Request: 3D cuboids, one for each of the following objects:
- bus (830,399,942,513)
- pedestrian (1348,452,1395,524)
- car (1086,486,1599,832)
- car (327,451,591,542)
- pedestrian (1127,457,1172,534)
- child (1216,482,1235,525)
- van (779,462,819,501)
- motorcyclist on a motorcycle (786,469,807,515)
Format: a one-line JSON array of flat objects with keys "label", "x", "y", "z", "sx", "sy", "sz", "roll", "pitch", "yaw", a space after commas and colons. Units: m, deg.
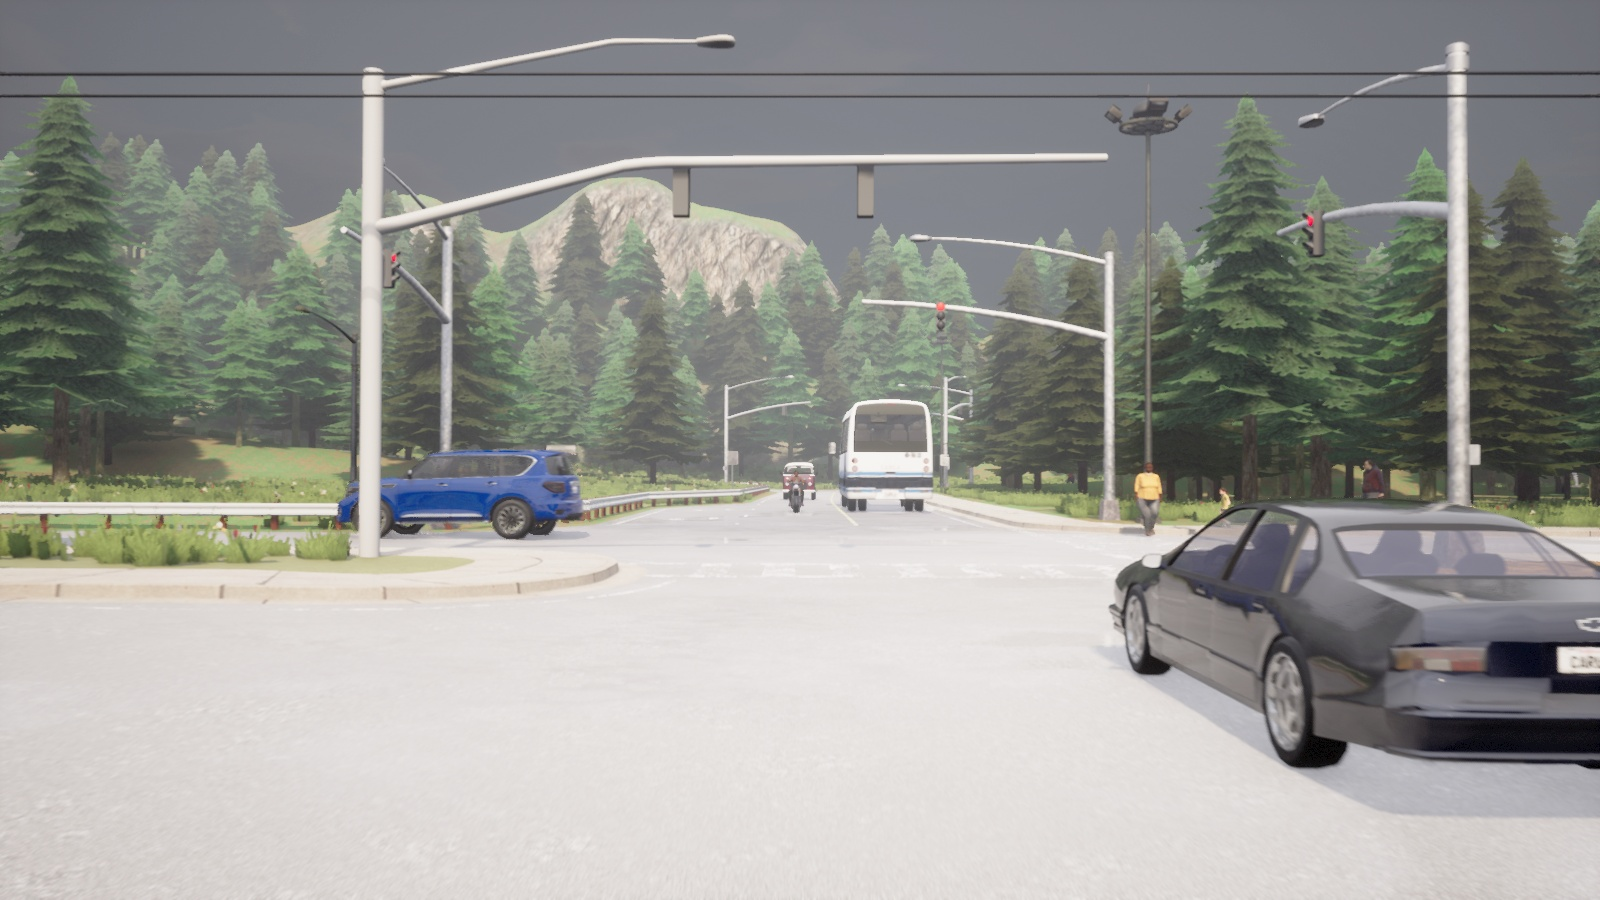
[{"label": "bus", "x": 3.357, "y": 0.301, "z": 52.366, "sx": 3.944, "sy": 4.253, "sz": 10.273, "roll": 0, "pitch": -1, "yaw": 0}, {"label": "pedestrian", "x": 14.757, "y": 0.981, "z": 32.448, "sx": 0.899, "sy": 1.844, "sz": 0.634, "roll": 0, "pitch": -1, "yaw": -2}, {"label": "car", "x": 3.481, "y": 0.981, "z": 8.117, "sx": 2.033, "sy": 1.411, "sz": 5.357, "roll": 0, "pitch": -1, "yaw": 0}, {"label": "car", "x": -7.922, "y": 1.080, "z": 29.456, "sx": 5.566, "sy": 2.045, "sz": 2.150, "roll": -1, "pitch": -1, "yaw": 6}, {"label": "pedestrian", "x": 8.540, "y": 1.107, "z": 30.709, "sx": 0.874, "sy": 1.855, "sz": 0.900, "roll": 0, "pitch": -1, "yaw": 3}, {"label": "child", "x": 11.048, "y": 1.379, "z": 32.635, "sx": 0.394, "sy": 1.110, "sz": 0.255, "roll": 0, "pitch": -1, "yaw": -3}, {"label": "van", "x": -0.018, "y": 1.684, "z": 68.457, "sx": 2.069, "sy": 2.038, "sz": 4.480, "roll": 0, "pitch": -1, "yaw": 1}, {"label": "motorcyclist on a motorcycle", "x": -0.124, "y": 1.557, "z": 47.248, "sx": 0.766, "sy": 1.649, "sz": 2.350, "roll": 0, "pitch": -1, "yaw": 0}]
